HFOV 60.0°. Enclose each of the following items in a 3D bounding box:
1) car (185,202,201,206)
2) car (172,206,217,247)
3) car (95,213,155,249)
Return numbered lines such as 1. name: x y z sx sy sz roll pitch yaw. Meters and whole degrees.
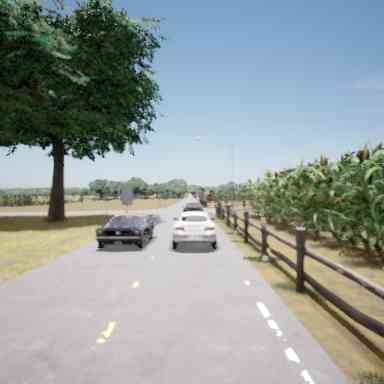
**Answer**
1. car: 0.096 1.722 31.021 1.837 1.490 4.892 0 -1 0
2. car: 0.102 1.588 15.108 1.812 1.442 4.674 0 0 0
3. car: -2.833 1.663 14.980 1.895 1.301 4.718 0 0 0
